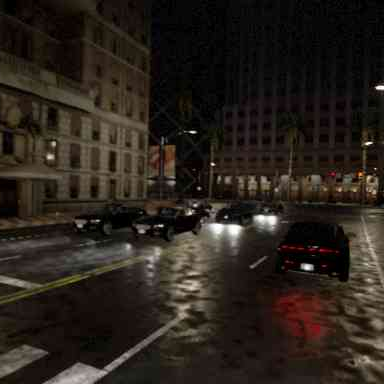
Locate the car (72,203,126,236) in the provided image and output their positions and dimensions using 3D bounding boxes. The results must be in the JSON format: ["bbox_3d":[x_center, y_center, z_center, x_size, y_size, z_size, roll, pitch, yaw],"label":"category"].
[{"bbox_3d":[-4.232,1.362,17.906,2.128,1.511,4.902,1,0,26],"label":"car"}]

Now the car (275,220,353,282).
[{"bbox_3d":[3.862,1.632,10.308,1.837,1.490,4.892,1,-1,26],"label":"car"}]

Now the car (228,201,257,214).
[{"bbox_3d":[5.920,1.706,38.565,1.895,1.301,4.718,1,0,27],"label":"car"}]

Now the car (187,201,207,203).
[{"bbox_3d":[0.191,1.463,27.005,2.128,1.511,4.902,1,0,26],"label":"car"}]

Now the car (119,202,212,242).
[{"bbox_3d":[-1.076,1.444,16.396,2.128,1.511,4.902,1,0,26],"label":"car"}]

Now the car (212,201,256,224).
[{"bbox_3d":[3.316,1.619,25.426,1.994,1.385,4.181,2,0,27],"label":"car"}]

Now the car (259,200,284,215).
[{"bbox_3d":[8.763,1.673,36.418,2.128,1.511,4.902,1,0,27],"label":"car"}]
